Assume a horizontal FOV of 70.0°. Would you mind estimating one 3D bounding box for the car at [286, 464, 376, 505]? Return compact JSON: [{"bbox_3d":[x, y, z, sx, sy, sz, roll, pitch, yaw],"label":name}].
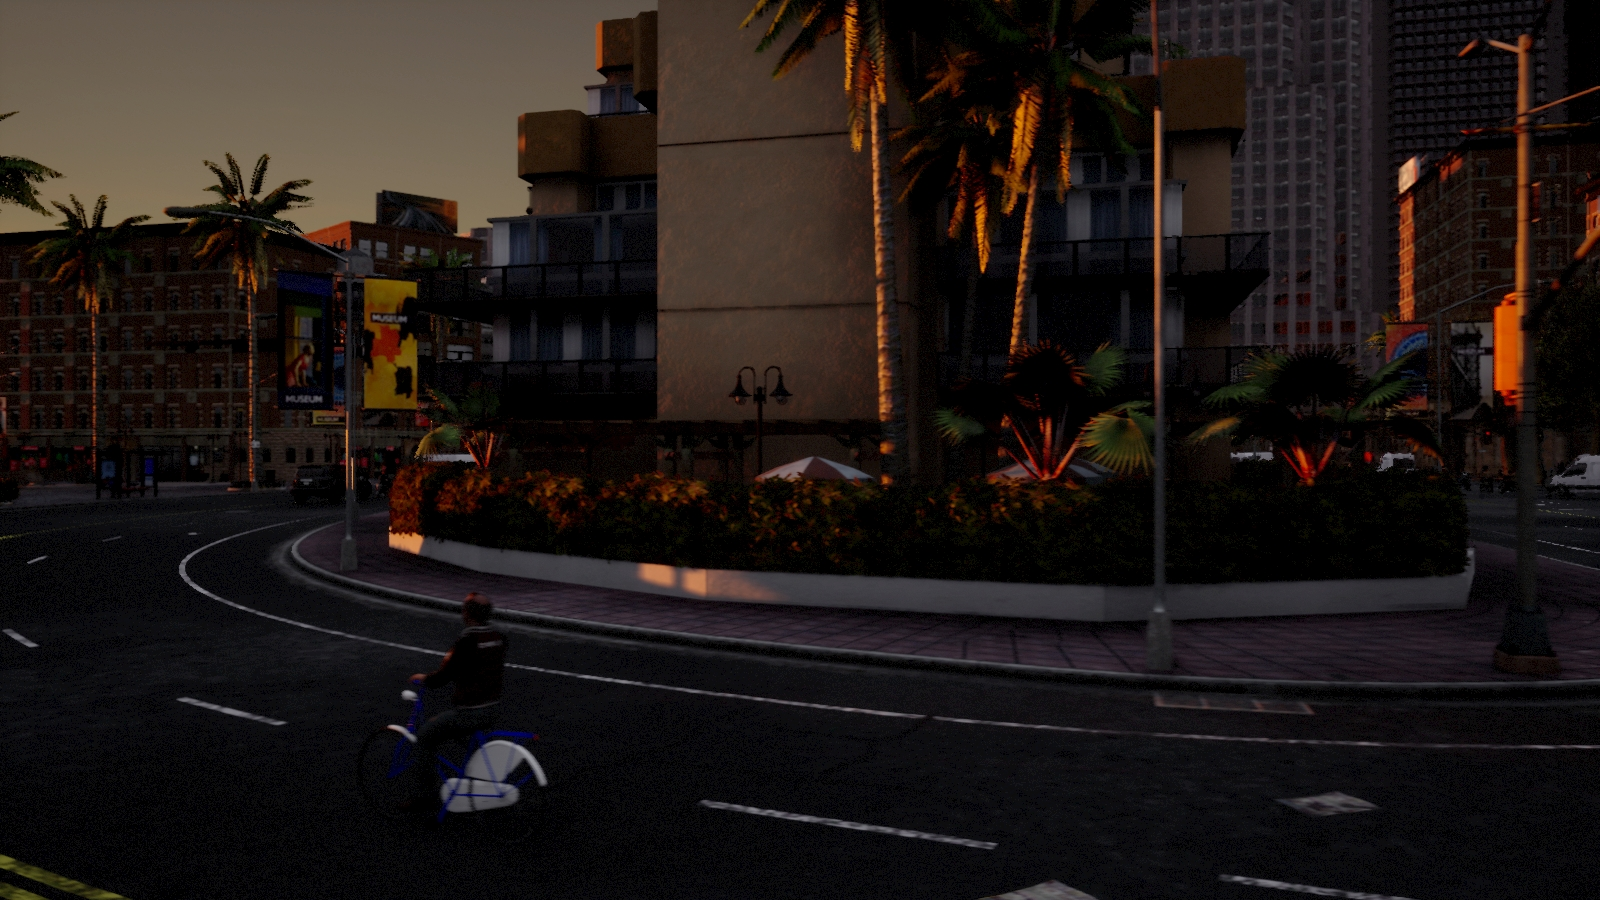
[{"bbox_3d":[-25.056,1.802,61.271,2.150,2.045,5.566,0,0,5],"label":"car"}]
